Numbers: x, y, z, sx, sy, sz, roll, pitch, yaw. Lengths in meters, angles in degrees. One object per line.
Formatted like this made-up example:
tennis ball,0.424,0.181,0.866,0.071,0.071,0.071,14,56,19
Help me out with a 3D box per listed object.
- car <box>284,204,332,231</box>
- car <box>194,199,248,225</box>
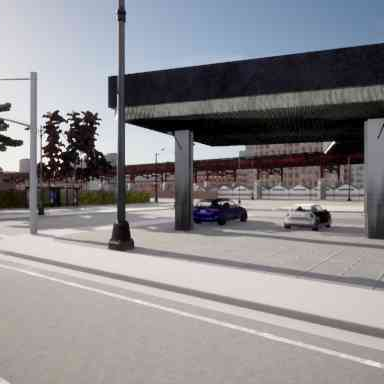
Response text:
car,7.112,1.456,20.206,1.970,1.475,3.806,0,0,37
car,2.032,1.295,22.995,2.242,1.667,4.611,0,0,37
